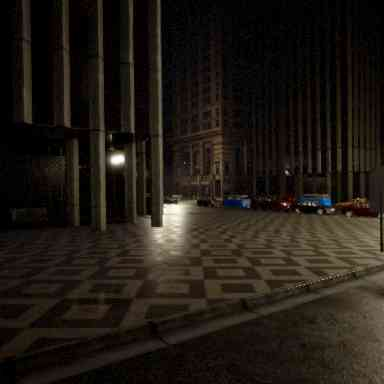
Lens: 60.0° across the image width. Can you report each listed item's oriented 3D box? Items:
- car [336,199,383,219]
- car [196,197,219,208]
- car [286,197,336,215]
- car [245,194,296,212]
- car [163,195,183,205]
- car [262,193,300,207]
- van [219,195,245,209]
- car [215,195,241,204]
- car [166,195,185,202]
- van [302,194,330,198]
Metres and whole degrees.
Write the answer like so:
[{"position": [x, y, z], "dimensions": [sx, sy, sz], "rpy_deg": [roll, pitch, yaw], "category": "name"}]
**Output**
[{"position": [15.358, 1.566, 28.899], "dimensions": [1.887, 1.381, 4.507], "rpy_deg": [-1, 1, -36], "category": "car"}, {"position": [2.441, 1.371, 46.832], "dimensions": [1.967, 1.590, 4.097], "rpy_deg": [-1, 1, -36], "category": "car"}, {"position": [12.129, 1.549, 33.383], "dimensions": [2.008, 1.369, 4.403], "rpy_deg": [-1, 1, -36], "category": "car"}, {"position": [8.898, 1.290, 37.864], "dimensions": [2.192, 1.841, 5.009], "rpy_deg": [-1, 1, -36], "category": "car"}, {"position": [-4.017, 1.438, 55.800], "dimensions": [2.008, 1.369, 4.403], "rpy_deg": [-1, 1, -36], "category": "car"}, {"position": [12.600, 1.130, 47.321], "dimensions": [2.192, 1.841, 5.009], "rpy_deg": [-1, 1, -36], "category": "car"}, {"position": [5.669, 1.294, 42.348], "dimensions": [1.690, 1.788, 3.998], "rpy_deg": [-1, 1, -36], "category": "van"}, {"position": [6.048, 1.295, 56.429], "dimensions": [1.752, 1.417, 4.829], "rpy_deg": [-1, 1, -36], "category": "car"}, {"position": [-3.535, 1.256, 69.745], "dimensions": [2.008, 1.369, 4.403], "rpy_deg": [-1, 1, -36], "category": "car"}, {"position": [15.827, 1.178, 42.837], "dimensions": [1.690, 1.788, 3.998], "rpy_deg": [-1, 1, -36], "category": "van"}]
